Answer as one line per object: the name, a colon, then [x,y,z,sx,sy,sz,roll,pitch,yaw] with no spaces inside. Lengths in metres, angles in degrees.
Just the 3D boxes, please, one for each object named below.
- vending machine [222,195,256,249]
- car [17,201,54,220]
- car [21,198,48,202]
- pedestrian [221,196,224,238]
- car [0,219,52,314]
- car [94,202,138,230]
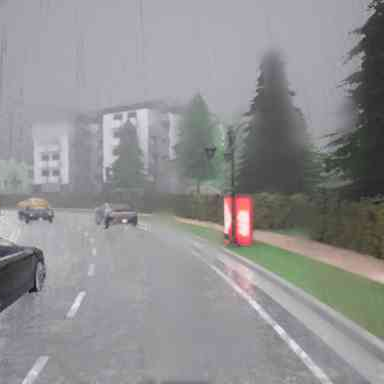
vending machine: [1.891,1.162,13.615,1.100,2.100,0.880,0,0,-16]
car: [-12.256,1.668,25.948,1.895,1.301,4.718,0,0,-35]
car: [-17.569,1.390,36.888,5.008,1.535,1.882,0,0,40]
pedestrian: [1.470,1.110,14.992,0.375,1.860,0.375,0,0,-17]
car: [-4.124,1.518,5.920,2.128,1.511,4.902,0,0,-8]
car: [-4.712,1.353,20.196,2.128,1.511,4.902,0,0,-26]
